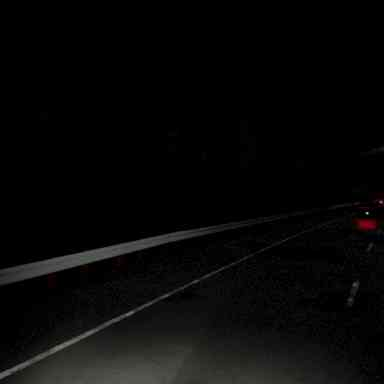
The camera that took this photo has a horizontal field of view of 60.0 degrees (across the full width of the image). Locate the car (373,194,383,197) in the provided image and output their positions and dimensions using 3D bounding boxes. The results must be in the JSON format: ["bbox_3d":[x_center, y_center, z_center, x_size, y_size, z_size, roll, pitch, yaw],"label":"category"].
[{"bbox_3d":[22.007,1.221,38.226,2.150,2.045,5.566,0,0,35],"label":"car"}]

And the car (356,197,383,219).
[{"bbox_3d":[15.970,1.505,29.670,1.837,1.490,4.892,0,0,35],"label":"car"}]
